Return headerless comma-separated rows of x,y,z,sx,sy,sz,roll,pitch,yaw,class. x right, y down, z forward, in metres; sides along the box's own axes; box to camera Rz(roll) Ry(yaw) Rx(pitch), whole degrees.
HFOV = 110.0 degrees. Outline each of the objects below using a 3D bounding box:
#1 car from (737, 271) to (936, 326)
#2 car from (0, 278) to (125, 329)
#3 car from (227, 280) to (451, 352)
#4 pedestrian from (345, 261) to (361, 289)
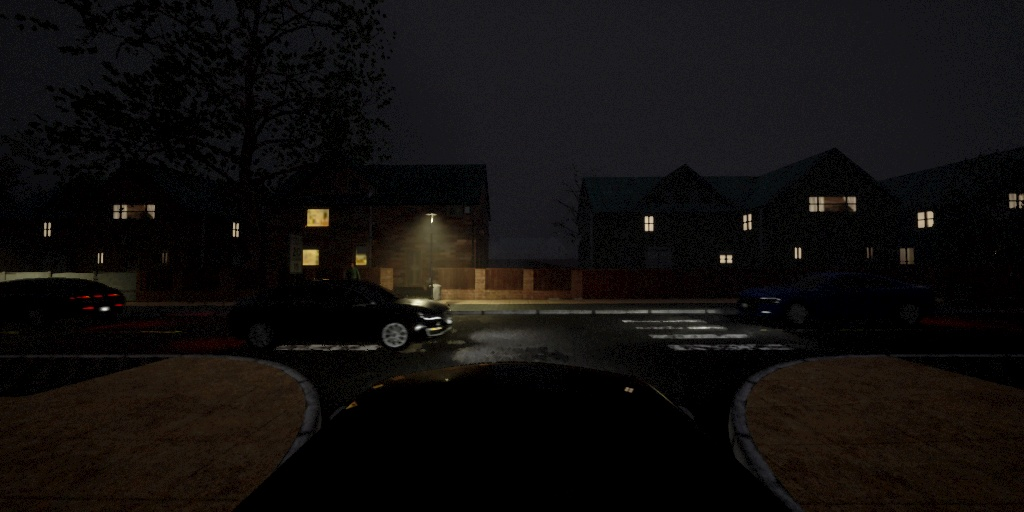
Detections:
9.684,1.227,10.987,5.008,1.535,1.882,0,-1,2,car
-15.706,1.498,11.780,4.892,1.490,1.837,-1,-1,2,car
-3.904,1.301,8.460,4.892,1.490,1.837,-1,-1,2,car
-6.447,1.113,14.410,0.375,1.860,0.375,0,-1,2,pedestrian
